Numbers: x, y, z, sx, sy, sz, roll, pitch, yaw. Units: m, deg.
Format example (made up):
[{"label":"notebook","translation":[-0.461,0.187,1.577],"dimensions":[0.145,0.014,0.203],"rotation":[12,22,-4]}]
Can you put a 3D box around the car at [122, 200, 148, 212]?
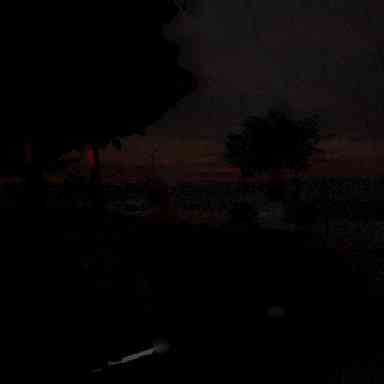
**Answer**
[{"label":"car","translation":[-7.887,1.974,46.870],"dimensions":[1.812,1.442,4.674],"rotation":[-3,0,-29]}]

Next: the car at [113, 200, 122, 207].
[{"label":"car","translation":[-14.602,2.253,67.146],"dimensions":[1.895,1.301,4.718],"rotation":[-3,0,-27]}]

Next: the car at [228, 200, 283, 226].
[{"label":"car","translation":[4.783,1.521,25.663],"dimensions":[2.097,1.767,4.553],"rotation":[-3,1,-32]}]
